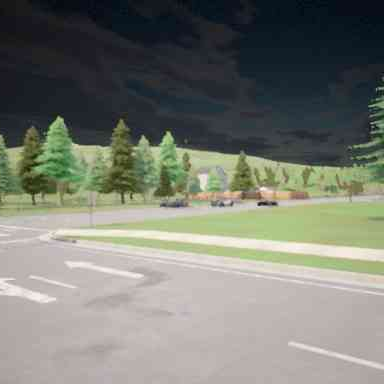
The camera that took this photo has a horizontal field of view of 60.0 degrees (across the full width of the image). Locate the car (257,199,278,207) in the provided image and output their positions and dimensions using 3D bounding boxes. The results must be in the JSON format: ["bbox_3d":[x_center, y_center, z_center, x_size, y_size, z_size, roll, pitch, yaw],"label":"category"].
[{"bbox_3d":[12.191,1.788,53.653,1.895,1.301,4.718,-1,0,37],"label":"car"}]

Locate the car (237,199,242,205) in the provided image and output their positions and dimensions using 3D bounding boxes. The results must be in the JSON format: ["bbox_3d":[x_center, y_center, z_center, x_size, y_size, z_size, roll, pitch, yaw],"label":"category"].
[{"bbox_3d":[8.013,1.933,65.612,1.895,1.301,4.718,-1,0,36],"label":"car"}]

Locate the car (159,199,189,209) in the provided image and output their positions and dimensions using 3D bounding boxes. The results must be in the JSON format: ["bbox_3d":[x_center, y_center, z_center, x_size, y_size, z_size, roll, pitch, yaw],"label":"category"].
[{"bbox_3d":[-2.677,1.832,51.148,2.033,1.411,5.357,-1,0,36],"label":"car"}]

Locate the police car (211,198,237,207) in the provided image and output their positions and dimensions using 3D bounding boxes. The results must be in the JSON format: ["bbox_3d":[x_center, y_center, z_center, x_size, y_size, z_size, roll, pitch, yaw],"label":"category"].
[{"bbox_3d":[4.951,1.755,55.499,2.038,1.542,4.974,-1,0,36],"label":"police car"}]
